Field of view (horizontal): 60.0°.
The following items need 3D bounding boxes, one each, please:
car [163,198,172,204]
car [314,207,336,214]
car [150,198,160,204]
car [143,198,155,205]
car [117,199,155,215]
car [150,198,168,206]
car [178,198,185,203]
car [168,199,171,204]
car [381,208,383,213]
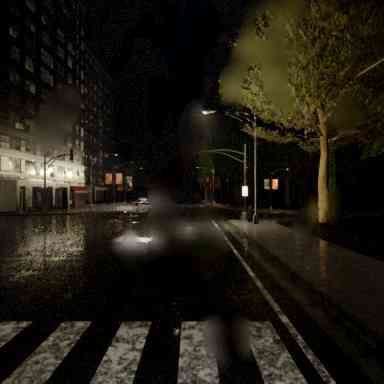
[{"bbox_3d":[-6.274,2.310,84.601,1.895,1.301,4.718,0,-1,0],"label":"car"},{"bbox_3d":[21.643,2.892,54.024,4.718,1.301,1.895,3,-2,-45],"label":"car"},{"bbox_3d":[-9.522,2.267,85.433,2.033,1.411,5.357,0,-1,0],"label":"car"},{"bbox_3d":[-9.551,2.110,74.890,2.033,1.411,5.357,0,-1,0],"label":"car"},{"bbox_3d":[-6.219,1.757,36.357,1.895,1.301,4.718,0,0,18],"label":"car"},{"bbox_3d":[-6.367,1.975,64.327,2.033,1.411,5.357,0,-1,1],"label":"car"},{"bbox_3d":[-3.004,2.368,92.102,2.033,1.411,5.357,0,-1,0],"label":"car"},{"bbox_3d":[-6.302,2.039,74.277,1.882,1.535,5.008,0,-1,0],"label":"car"},{"bbox_3d":[46.880,4.270,79.352,5.357,1.411,2.033,3,-3,-45],"label":"car"}]
